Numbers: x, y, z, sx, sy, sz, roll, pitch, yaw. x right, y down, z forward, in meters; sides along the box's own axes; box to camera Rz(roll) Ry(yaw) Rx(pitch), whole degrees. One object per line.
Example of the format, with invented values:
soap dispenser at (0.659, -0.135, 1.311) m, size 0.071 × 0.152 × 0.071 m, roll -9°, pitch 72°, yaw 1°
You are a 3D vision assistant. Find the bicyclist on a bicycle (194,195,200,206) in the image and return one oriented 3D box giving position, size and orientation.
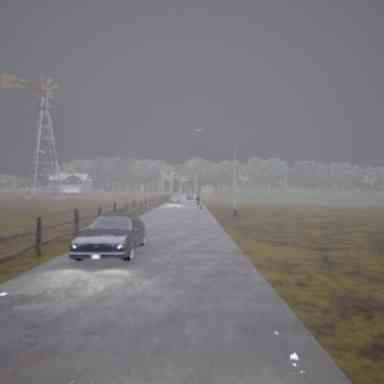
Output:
bicyclist on a bicycle at (0.738, 1.229, 49.211) m, size 0.866 × 1.612 × 1.509 m, roll 0°, pitch 0°, yaw 0°

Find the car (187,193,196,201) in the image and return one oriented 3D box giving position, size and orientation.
car at (-0.020, 1.060, 67.596) m, size 2.128 × 1.511 × 4.902 m, roll 0°, pitch 0°, yaw 0°

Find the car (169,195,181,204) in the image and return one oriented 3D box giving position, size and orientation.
car at (-2.829, 1.244, 55.773) m, size 2.128 × 1.511 × 4.902 m, roll 0°, pitch 0°, yaw 0°

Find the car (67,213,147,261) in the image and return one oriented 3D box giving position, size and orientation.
car at (-2.847, 1.533, 12.500) m, size 2.033 × 1.411 × 5.357 m, roll 0°, pitch 0°, yaw 0°

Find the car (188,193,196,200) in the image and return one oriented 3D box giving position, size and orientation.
car at (-0.023, 0.978, 77.630) m, size 1.837 × 1.490 × 4.892 m, roll 0°, pitch 0°, yaw 0°

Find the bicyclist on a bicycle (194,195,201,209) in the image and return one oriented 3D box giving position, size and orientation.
bicyclist on a bicycle at (0.745, 1.215, 40.208) m, size 0.659 × 1.776 × 1.843 m, roll 0°, pitch 1°, yaw 0°
